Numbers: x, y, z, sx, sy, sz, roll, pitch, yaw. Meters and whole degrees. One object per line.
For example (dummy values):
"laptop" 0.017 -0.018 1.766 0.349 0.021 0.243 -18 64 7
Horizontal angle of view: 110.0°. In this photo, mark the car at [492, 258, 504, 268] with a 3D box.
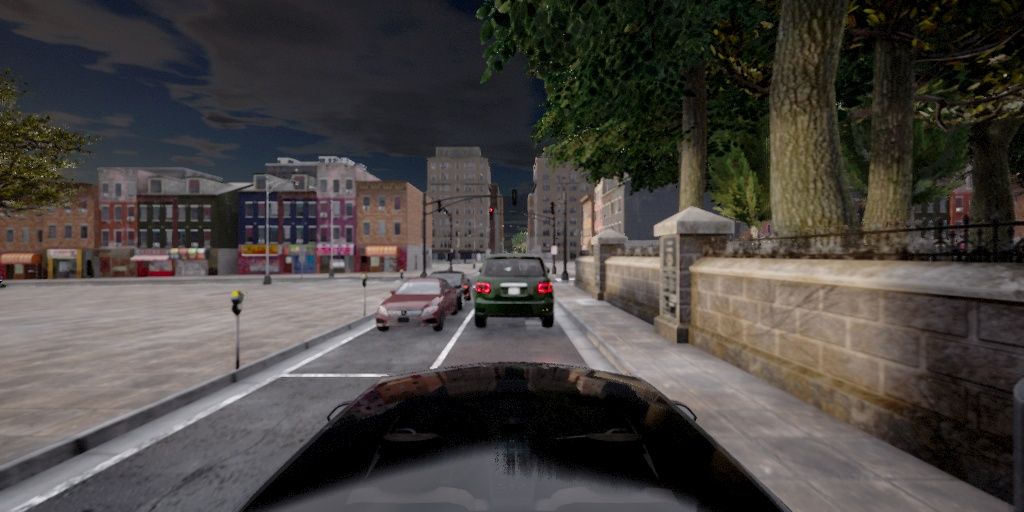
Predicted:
"car" -2.255 1.113 58.484 1.812 1.442 4.674 0 0 0

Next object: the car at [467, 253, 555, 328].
"car" 0.077 0.945 11.477 2.150 2.045 5.566 0 0 1

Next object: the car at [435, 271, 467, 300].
"car" -2.636 1.281 14.464 1.948 1.339 4.313 0 0 0

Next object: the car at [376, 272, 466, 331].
"car" -2.636 1.307 10.801 1.802 1.307 4.207 0 0 0

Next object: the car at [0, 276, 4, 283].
"car" -42.116 1.852 27.313 4.718 1.301 1.895 -1 0 0
